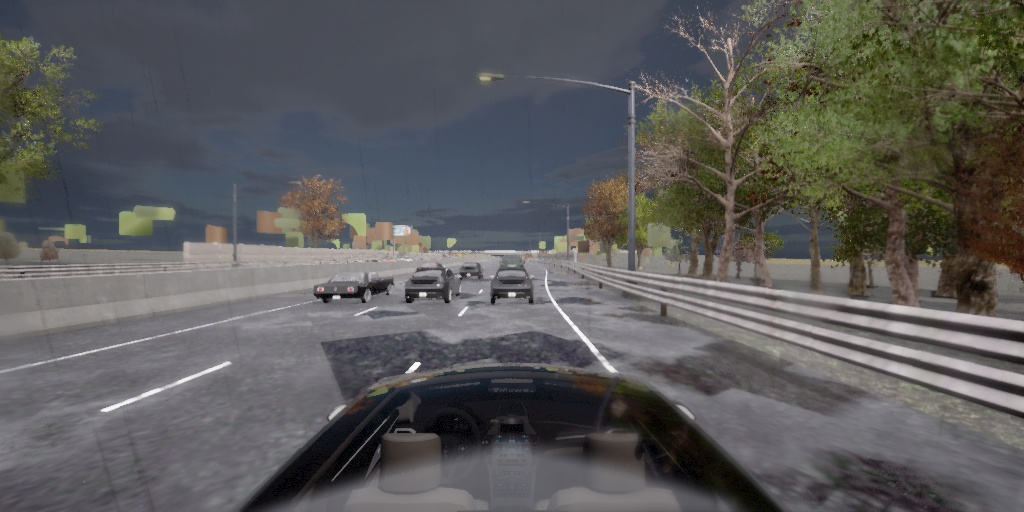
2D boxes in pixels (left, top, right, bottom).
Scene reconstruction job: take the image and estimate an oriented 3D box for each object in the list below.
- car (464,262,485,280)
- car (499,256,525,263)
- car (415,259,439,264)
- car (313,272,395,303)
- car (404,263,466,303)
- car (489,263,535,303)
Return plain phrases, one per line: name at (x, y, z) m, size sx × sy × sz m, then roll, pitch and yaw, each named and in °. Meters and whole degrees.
car at (-3.500, 1.276, 31.501) m, size 1.837 × 1.490 × 4.892 m, roll 0°, pitch 0°, yaw 0°
car at (0.000, 1.017, 31.532) m, size 2.150 × 2.045 × 5.566 m, roll 0°, pitch 0°, yaw 0°
car at (-7.000, 1.244, 31.501) m, size 1.882 × 1.535 × 5.008 m, roll 0°, pitch 0°, yaw 0°
car at (-7.000, 1.366, 16.531) m, size 1.895 × 1.301 × 4.718 m, roll 0°, pitch 0°, yaw 0°
car at (-3.500, 1.266, 16.501) m, size 1.837 × 1.490 × 4.892 m, roll 0°, pitch 0°, yaw 0°
car at (0.000, 1.266, 16.501) m, size 1.837 × 1.490 × 4.892 m, roll 0°, pitch 0°, yaw 0°
